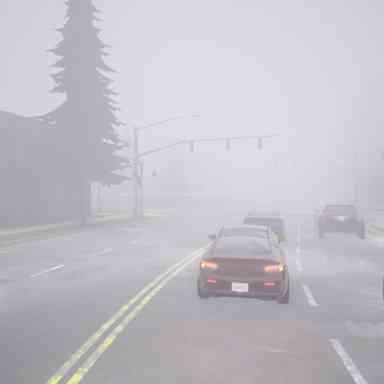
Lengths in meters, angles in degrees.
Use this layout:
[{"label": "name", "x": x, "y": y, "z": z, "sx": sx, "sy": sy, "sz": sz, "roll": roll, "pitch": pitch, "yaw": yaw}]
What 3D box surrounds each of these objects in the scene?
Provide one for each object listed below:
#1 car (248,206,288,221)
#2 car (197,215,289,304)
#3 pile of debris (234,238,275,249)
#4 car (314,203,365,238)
[{"label": "car", "x": 3.821, "y": 1.477, "z": 17.078, "sx": 1.882, "sy": 1.535, "sz": 5.008, "roll": 0, "pitch": 0, "yaw": 18}, {"label": "car", "x": 1.319, "y": 1.526, "z": 8.162, "sx": 1.812, "sy": 1.442, "sz": 4.674, "roll": 0, "pitch": 0, "yaw": 12}, {"label": "pile of debris", "x": 2.724, "y": 2.175, "z": 14.249, "sx": 1.500, "sy": 0.140, "sz": 1.860, "roll": 0, "pitch": 0, "yaw": 18}, {"label": "car", "x": 7.816, "y": 1.352, "z": 17.977, "sx": 2.097, "sy": 1.767, "sz": 4.553, "roll": 0, "pitch": 0, "yaw": 17}]
